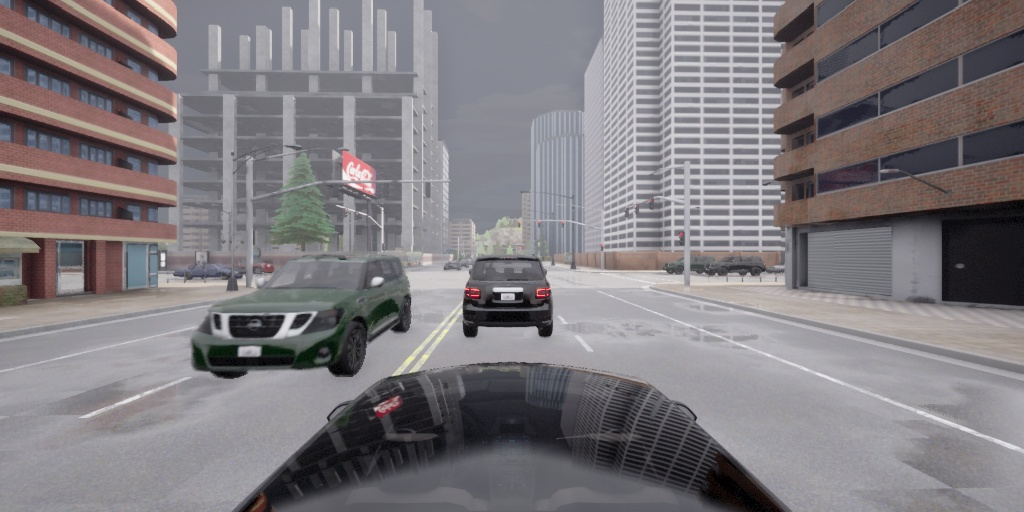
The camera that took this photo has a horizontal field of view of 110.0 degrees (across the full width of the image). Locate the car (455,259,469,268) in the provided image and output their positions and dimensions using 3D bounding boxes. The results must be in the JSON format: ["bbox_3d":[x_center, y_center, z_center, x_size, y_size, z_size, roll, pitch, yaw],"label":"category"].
[{"bbox_3d":[-8.220,1.256,59.375,1.837,1.490,4.892,0,0,-1],"label":"car"}]

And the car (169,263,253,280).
[{"bbox_3d":[-25.608,1.297,30.650,5.357,1.411,2.033,0,0,-1],"label":"car"}]

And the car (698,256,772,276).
[{"bbox_3d":[22.015,0.971,35.561,5.566,2.045,2.150,0,0,-2],"label":"car"}]

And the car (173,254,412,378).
[{"bbox_3d":[-3.738,0.971,7.728,2.150,2.045,5.566,0,0,-2],"label":"car"}]

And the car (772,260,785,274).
[{"bbox_3d":[30.244,1.351,39.255,4.718,1.301,1.895,0,0,-1],"label":"car"}]

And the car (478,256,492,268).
[{"bbox_3d":[-4.793,0.973,64.415,2.150,2.045,5.566,0,0,-1],"label":"car"}]

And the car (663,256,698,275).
[{"bbox_3d":[19.406,0.972,38.992,5.566,2.045,2.150,0,0,-1],"label":"car"}]

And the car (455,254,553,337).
[{"bbox_3d":[-0.116,0.971,10.421,2.150,2.045,5.566,0,0,-1],"label":"car"}]

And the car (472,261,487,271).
[{"bbox_3d":[-4.566,1.351,50.989,1.895,1.301,4.718,0,0,-1],"label":"car"}]

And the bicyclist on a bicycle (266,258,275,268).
[{"bbox_3d":[-28.682,1.051,42.559,0.582,1.620,1.656,0,0,-1],"label":"bicyclist on a bicycle"}]

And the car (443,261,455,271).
[{"bbox_3d":[-8.015,1.313,48.373,1.994,1.385,4.181,0,0,-1],"label":"car"}]

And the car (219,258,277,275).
[{"bbox_3d":[-27.757,1.102,37.798,4.553,1.767,2.097,0,0,-1],"label":"car"}]
